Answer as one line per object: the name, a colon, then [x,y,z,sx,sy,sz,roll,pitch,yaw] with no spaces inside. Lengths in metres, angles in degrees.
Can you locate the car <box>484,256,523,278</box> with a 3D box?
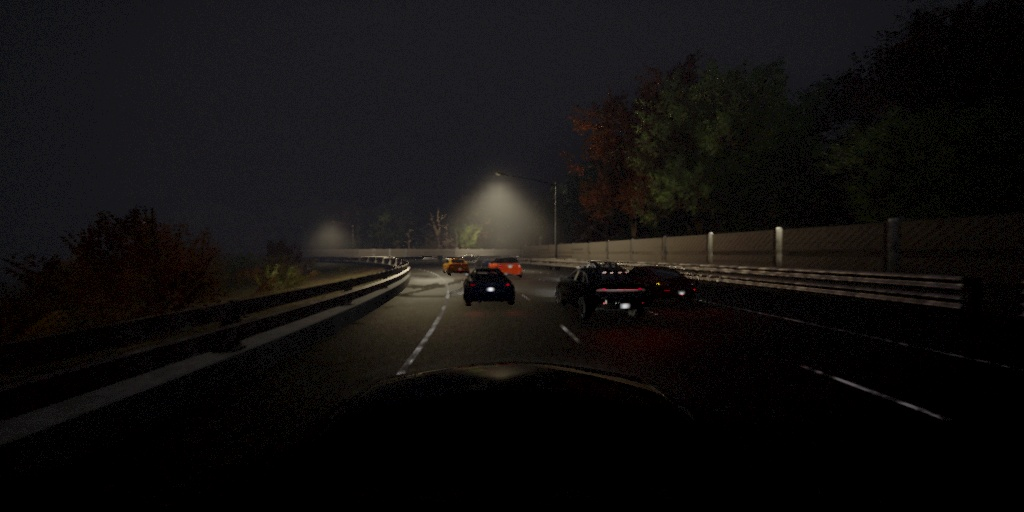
car: [-0.693,0.860,30.310,2.097,1.767,4.553,0,1,-15]

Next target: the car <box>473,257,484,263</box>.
car: [-3.717,0.917,49.731,1.994,1.385,4.181,0,0,-20]

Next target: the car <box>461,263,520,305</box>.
car: [-1.068,1.200,15.340,1.994,1.385,4.181,0,0,-8]

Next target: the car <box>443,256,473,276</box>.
car: [-5.259,0.972,33.335,1.882,1.535,5.008,0,0,-18]

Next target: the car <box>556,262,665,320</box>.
car: [2.851,1.143,12.287,2.128,1.511,4.902,0,0,-6]

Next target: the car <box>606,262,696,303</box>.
car: [5.924,1.144,15.448,1.812,1.442,4.674,0,0,-8]
